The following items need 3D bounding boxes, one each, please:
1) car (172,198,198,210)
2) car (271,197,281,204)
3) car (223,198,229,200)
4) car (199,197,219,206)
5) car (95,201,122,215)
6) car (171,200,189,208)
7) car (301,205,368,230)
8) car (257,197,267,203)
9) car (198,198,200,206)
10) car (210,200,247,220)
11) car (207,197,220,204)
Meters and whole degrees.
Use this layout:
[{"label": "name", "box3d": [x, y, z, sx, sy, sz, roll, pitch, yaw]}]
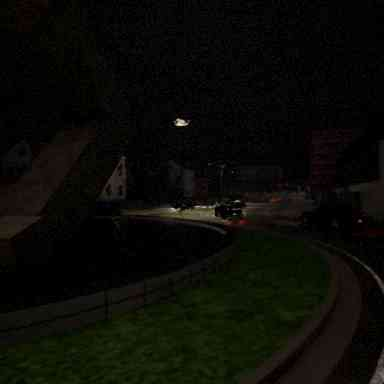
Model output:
[{"label": "car", "box3d": [-1.191, 2.063, 54.643, 1.882, 1.535, 5.008, -1, 0, 21]}, {"label": "car", "box3d": [21.682, 2.199, 86.908, 1.882, 1.535, 5.008, -1, -1, 18]}, {"label": "car", "box3d": [8.538, 2.331, 83.708, 2.128, 1.511, 4.902, -1, -1, 18]}, {"label": "car", "box3d": [3.744, 2.234, 69.046, 2.033, 1.411, 5.357, -1, -1, 18]}, {"label": "car", "box3d": [-10.646, 1.855, 39.196, 2.097, 1.767, 4.553, -1, -1, 43]}, {"label": "car", "box3d": [-2.175, 2.274, 62.272, 1.895, 1.301, 4.718, -1, -1, 19]}, {"label": "car", "box3d": [9.481, 1.639, 22.612, 1.882, 1.535, 5.008, 0, -1, -18]}, {"label": "car", "box3d": [18.863, 2.131, 89.553, 2.097, 1.767, 4.553, -1, -1, 18]}, {"label": "car", "box3d": [1.126, 2.105, 72.308, 2.097, 1.767, 4.553, -1, -1, 18]}, {"label": "car", "box3d": [3.497, 1.803, 32.218, 2.128, 1.511, 4.902, -1, -1, -7]}, {"label": "car", "box3d": [5.596, 2.210, 85.979, 2.097, 1.767, 4.553, -1, -1, 18]}]
